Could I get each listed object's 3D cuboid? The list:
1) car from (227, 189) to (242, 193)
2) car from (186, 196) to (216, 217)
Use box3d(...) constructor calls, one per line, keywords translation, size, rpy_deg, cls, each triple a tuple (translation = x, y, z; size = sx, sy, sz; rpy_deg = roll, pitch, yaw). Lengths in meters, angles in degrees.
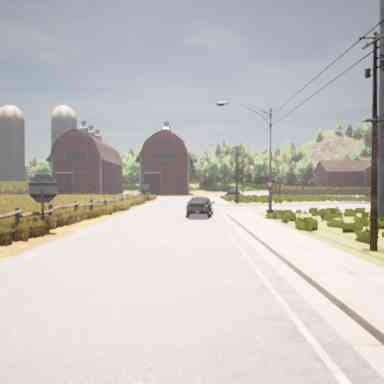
box3d(translation=(10.166, 0.038, 79.172), size=(2.097, 1.767, 4.553), rpy_deg=(1, 1, 31), cls="car")
box3d(translation=(0.687, 1.100, 25.702), size=(1.837, 1.490, 4.892), rpy_deg=(0, 1, 7), cls="car")
